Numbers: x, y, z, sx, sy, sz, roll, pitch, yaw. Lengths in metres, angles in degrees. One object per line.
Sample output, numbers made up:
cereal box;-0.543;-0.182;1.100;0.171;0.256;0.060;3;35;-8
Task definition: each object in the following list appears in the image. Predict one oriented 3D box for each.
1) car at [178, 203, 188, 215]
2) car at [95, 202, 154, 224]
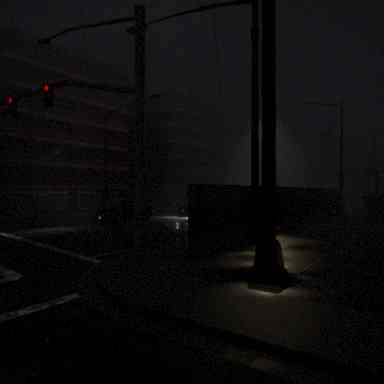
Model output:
car;0.537;1.505;32.511;1.837;1.490;4.892;0;0;35
car;-4.902;1.491;24.767;2.128;1.511;4.902;0;0;35
